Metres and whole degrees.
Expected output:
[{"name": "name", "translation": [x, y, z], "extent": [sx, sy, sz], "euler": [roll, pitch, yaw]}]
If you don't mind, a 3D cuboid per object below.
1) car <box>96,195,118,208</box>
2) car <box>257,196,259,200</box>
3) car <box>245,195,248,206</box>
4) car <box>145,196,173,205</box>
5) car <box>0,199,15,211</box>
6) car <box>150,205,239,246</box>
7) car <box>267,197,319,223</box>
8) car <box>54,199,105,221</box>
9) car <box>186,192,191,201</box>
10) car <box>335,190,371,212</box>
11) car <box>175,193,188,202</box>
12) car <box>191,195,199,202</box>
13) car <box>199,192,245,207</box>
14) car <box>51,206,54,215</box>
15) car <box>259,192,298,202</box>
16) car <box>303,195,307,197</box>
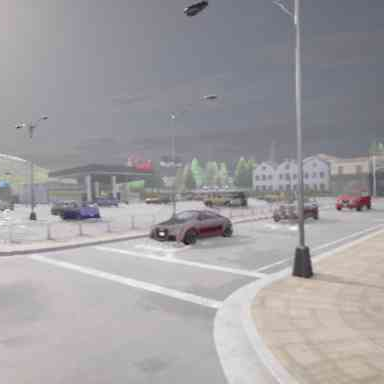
[{"name": "car", "translation": [-12.691, 1.544, 49.494], "extent": [3.633, 1.501, 1.845], "euler": [-1, 0, 41]}, {"name": "car", "translation": [14.872, 0.941, 64.313], "extent": [4.514, 1.523, 2.007], "euler": [-1, 0, 41]}, {"name": "car", "translation": [5.186, 0.937, 42.317], "extent": [3.866, 1.878, 1.905], "euler": [-1, 0, 41]}, {"name": "car", "translation": [-6.024, 1.379, 56.935], "extent": [4.514, 1.523, 2.007], "euler": [-1, 0, 41]}, {"name": "car", "translation": [-26.293, 1.839, 45.736], "extent": [5.027, 1.636, 2.152], "euler": [-1, 0, 41]}, {"name": "car", "translation": [0.058, 1.536, 15.348], "extent": [1.994, 1.385, 4.181], "euler": [-1, 0, 42]}, {"name": "car", "translation": [7.515, 1.337, 23.733], "extent": [1.812, 1.442, 4.674], "euler": [-1, 0, 42]}, {"name": "car", "translation": [-8.873, 1.537, 26.071], "extent": [3.633, 1.501, 1.845], "euler": [-1, 0, 41]}, {"name": "car", "translation": [-0.922, 1.039, 73.457], "extent": [3.866, 1.878, 1.905], "euler": [-1, 0, 41]}, {"name": "car", "translation": [16.507, 0.837, 33.861], "extent": [2.150, 2.045, 5.566], "euler": [-1, 0, 42]}, {"name": "car", "translation": [-3.581, 1.380, 71.378], "extent": [3.806, 1.475, 1.970], "euler": [-1, 0, 41]}, {"name": "car", "translation": [2.776, 0.989, 65.774], "extent": [4.605, 1.855, 1.932], "euler": [-1, 0, 41]}, {"name": "car", "translation": [3.565, 0.993, 39.871], "extent": [4.605, 1.855, 1.932], "euler": [-1, 0, 41]}, {"name": "car", "translation": [-12.440, 1.616, 33.228], "extent": [3.806, 1.475, 1.970], "euler": [-1, 0, 41]}, {"name": "car", "translation": [13.684, 0.831, 51.881], "extent": [5.027, 1.636, 2.152], "euler": [-1, 0, 41]}, {"name": "car", "translation": [17.706, 0.822, 56.893], "extent": [3.806, 1.475, 1.970], "euler": [-1, 0, 41]}]
